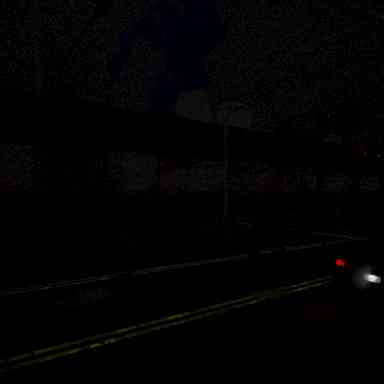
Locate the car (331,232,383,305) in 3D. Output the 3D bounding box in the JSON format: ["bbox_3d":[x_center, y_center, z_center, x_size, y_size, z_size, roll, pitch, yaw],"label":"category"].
[{"bbox_3d":[4.959,1.564,7.311,4.181,1.385,1.994,0,0,-35],"label":"car"}]
